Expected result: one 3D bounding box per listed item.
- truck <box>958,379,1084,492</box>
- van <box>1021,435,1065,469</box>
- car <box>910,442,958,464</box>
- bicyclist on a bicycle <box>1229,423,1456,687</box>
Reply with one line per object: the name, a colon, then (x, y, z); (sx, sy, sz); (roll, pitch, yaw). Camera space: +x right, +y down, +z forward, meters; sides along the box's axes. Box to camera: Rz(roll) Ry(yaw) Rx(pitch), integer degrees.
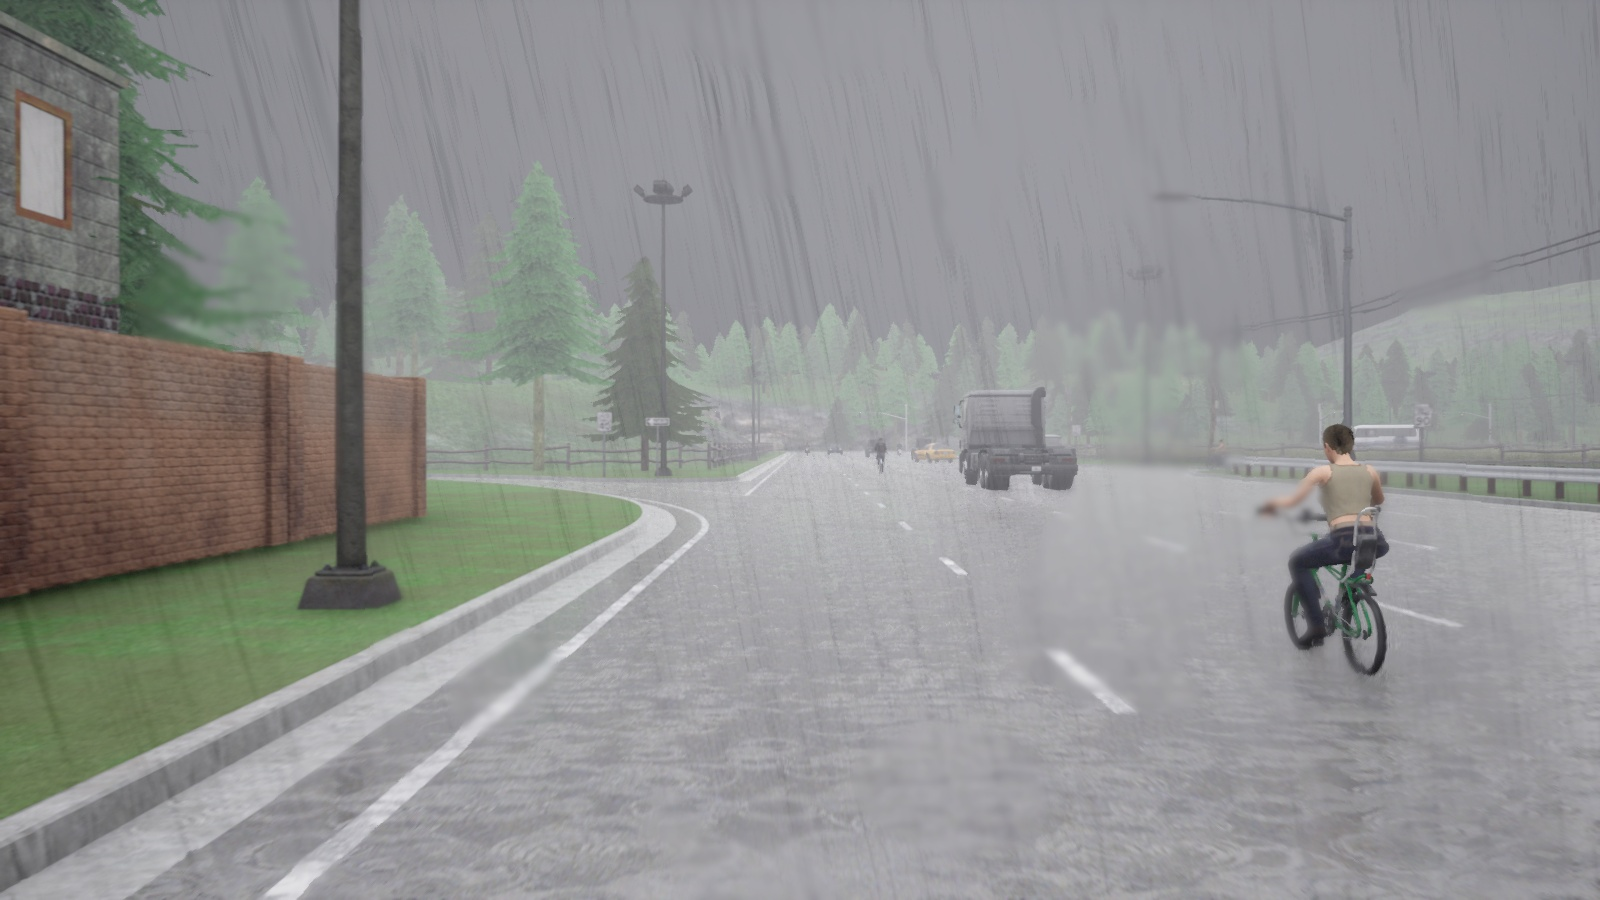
truck: (7.257, -0.469, 42.423); (2.891, 3.462, 7.936); (0, 0, 0)
van: (14.439, 0.090, 74.727); (1.775, 1.987, 4.442); (0, 0, 0)
car: (9.881, 0.170, 92.847); (1.801, 1.575, 5.366); (0, 0, -14)
bicyclist on a bicycle: (3.568, 0.638, 8.417); (0.866, 1.612, 1.509); (0, 0, 0)
